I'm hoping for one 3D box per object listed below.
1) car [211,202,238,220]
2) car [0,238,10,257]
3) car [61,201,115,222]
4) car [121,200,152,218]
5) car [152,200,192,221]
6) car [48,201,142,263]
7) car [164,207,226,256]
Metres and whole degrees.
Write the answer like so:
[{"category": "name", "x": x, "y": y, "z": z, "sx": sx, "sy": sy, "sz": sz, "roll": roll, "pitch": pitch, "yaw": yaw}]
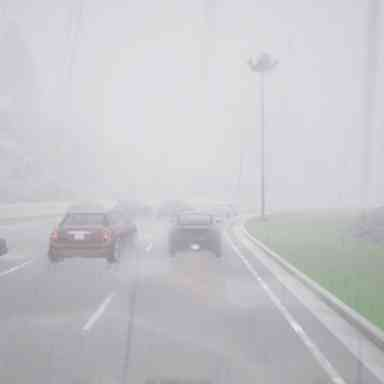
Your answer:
[{"category": "car", "x": 2.717, "y": 1.595, "z": 29.222, "sx": 1.812, "sy": 1.442, "sz": 4.674, "roll": 0, "pitch": 0, "yaw": 19}, {"category": "car", "x": -6.913, "y": 1.568, "z": 8.440, "sx": 2.033, "sy": 1.411, "sz": 5.357, "roll": 0, "pitch": 0, "yaw": 0}, {"category": "car", "x": -8.707, "y": 1.559, "z": 28.393, "sx": 2.128, "sy": 1.511, "sz": 4.902, "roll": 0, "pitch": 0, "yaw": 14}, {"category": "car", "x": -4.888, "y": 1.419, "z": 28.092, "sx": 2.097, "sy": 1.767, "sz": 4.553, "roll": 0, "pitch": 0, "yaw": 15}, {"category": "car", "x": -1.292, "y": 1.418, "z": 28.069, "sx": 2.097, "sy": 1.767, "sz": 4.553, "roll": 0, "pitch": 0, "yaw": 16}, {"category": "car", "x": -3.374, "y": 1.381, "z": 12.192, "sx": 2.097, "sy": 1.767, "sz": 4.553, "roll": 0, "pitch": 0, "yaw": 1}, {"category": "car", "x": 0.139, "y": 1.536, "z": 13.161, "sx": 1.837, "sy": 1.490, "sz": 4.892, "roll": 0, "pitch": 0, "yaw": 1}]
